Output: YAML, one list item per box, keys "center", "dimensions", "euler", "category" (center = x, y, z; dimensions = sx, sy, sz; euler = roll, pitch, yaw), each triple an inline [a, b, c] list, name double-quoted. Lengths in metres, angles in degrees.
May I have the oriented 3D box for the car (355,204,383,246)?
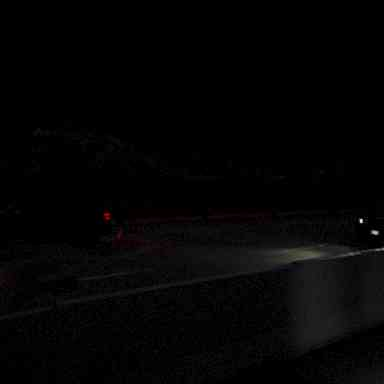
- center: [8.982, 1.059, 13.040]
  dimensions: [5.566, 2.045, 2.150]
  euler: [-1, 0, -26]
  category: "car"

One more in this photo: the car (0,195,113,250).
- center: [-5.822, 1.156, 12.524]
  dimensions: [5.566, 2.045, 2.150]
  euler: [-1, 0, -34]
  category: "car"
